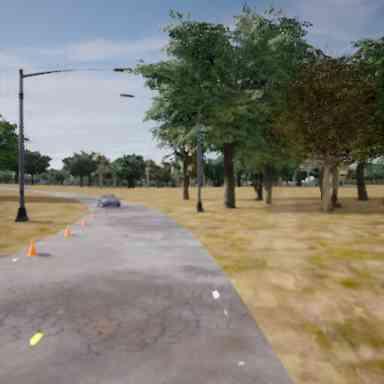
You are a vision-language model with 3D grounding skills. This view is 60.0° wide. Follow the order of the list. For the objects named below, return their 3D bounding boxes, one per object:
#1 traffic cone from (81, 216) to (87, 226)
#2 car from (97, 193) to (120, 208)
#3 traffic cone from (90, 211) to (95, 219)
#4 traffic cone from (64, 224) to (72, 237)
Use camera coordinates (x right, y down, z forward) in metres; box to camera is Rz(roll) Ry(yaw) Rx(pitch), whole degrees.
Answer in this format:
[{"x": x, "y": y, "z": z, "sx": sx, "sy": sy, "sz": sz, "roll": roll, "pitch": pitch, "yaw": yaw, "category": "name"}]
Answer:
[{"x": -6.882, "y": 1.847, "z": 21.271, "sx": 0.340, "sy": 0.580, "sz": 0.340, "roll": 0, "pitch": 1, "yaw": -10, "category": "traffic cone"}, {"x": -9.954, "y": 0.958, "z": 39.542, "sx": 2.097, "sy": 1.767, "sz": 4.553, "roll": -1, "pitch": 1, "yaw": -25, "category": "car"}, {"x": -7.822, "y": 1.792, "z": 26.077, "sx": 0.340, "sy": 0.580, "sz": 0.340, "roll": 0, "pitch": 1, "yaw": -12, "category": "traffic cone"}, {"x": -6.125, "y": 1.889, "z": 16.434, "sx": 0.340, "sy": 0.580, "sz": 0.340, "roll": 0, "pitch": 0, "yaw": -8, "category": "traffic cone"}]
